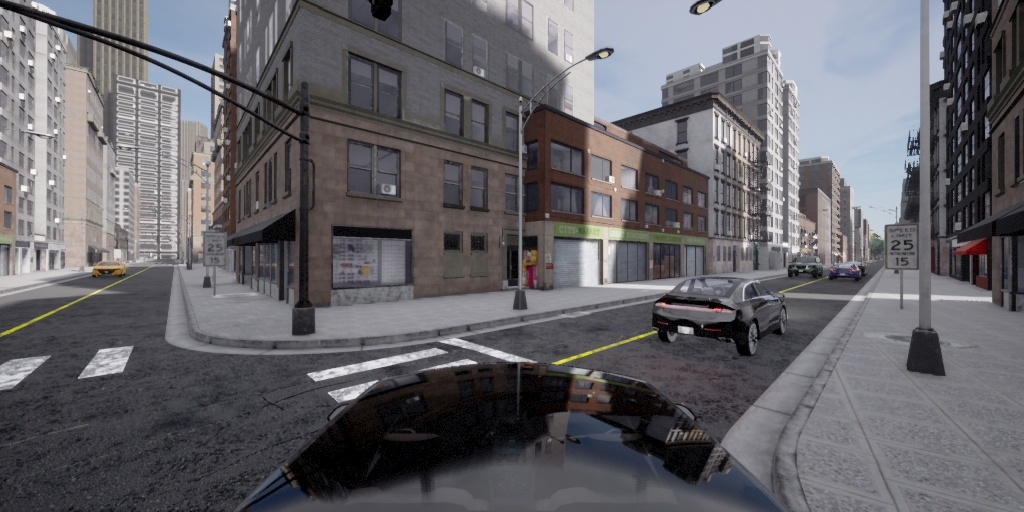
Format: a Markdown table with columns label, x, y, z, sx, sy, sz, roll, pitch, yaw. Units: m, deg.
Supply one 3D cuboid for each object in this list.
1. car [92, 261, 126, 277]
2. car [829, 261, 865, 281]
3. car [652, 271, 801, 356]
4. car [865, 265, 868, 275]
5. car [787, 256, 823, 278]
| label | x | y | z | sx | sy | sz | roll | pitch | yaw |
| --- | --- | --- | --- | --- | --- | --- | --- | --- | --- |
| car | -39.334 | 1.211 | 35.083 | 1.882 | 1.535 | 5.008 | 0 | 0 | -43 |
| car | 28.623 | 1.328 | 30.762 | 4.674 | 1.442 | 1.812 | 0 | 0 | -43 |
| car | 5.178 | 1.248 | 8.715 | 4.902 | 1.511 | 2.128 | 0 | 0 | -43 |
| car | 36.083 | 1.302 | 37.869 | 5.008 | 1.535 | 1.882 | 0 | 0 | -43 |
| car | 28.767 | 1.031 | 35.110 | 5.566 | 2.045 | 2.150 | 0 | 0 | -43 |
